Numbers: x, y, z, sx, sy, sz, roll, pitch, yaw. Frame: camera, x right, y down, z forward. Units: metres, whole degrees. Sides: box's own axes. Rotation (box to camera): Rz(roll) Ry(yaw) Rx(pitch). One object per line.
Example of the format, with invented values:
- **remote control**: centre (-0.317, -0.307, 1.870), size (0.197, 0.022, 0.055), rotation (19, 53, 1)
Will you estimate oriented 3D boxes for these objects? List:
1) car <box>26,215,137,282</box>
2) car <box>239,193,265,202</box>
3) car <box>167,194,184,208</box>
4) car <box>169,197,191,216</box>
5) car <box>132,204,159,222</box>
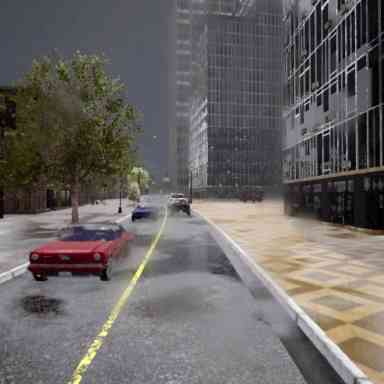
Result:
- **car**: centre (-3.003, 1.603, 9.934), size (1.895, 1.301, 4.718), rotation (0, 0, -1)
- **car**: centre (11.932, 1.211, 66.543), size (5.009, 1.841, 2.192), rotation (0, -1, 13)
- **car**: centre (-2.081, 1.230, 44.955), size (2.150, 2.045, 5.566), rotation (0, 0, -6)
- **car**: centre (-1.165, 1.513, 33.285), size (1.837, 1.490, 4.892), rotation (0, 0, -4)
- **car**: centre (-3.627, 1.605, 26.238), size (1.895, 1.301, 4.718), rotation (0, 0, -3)
